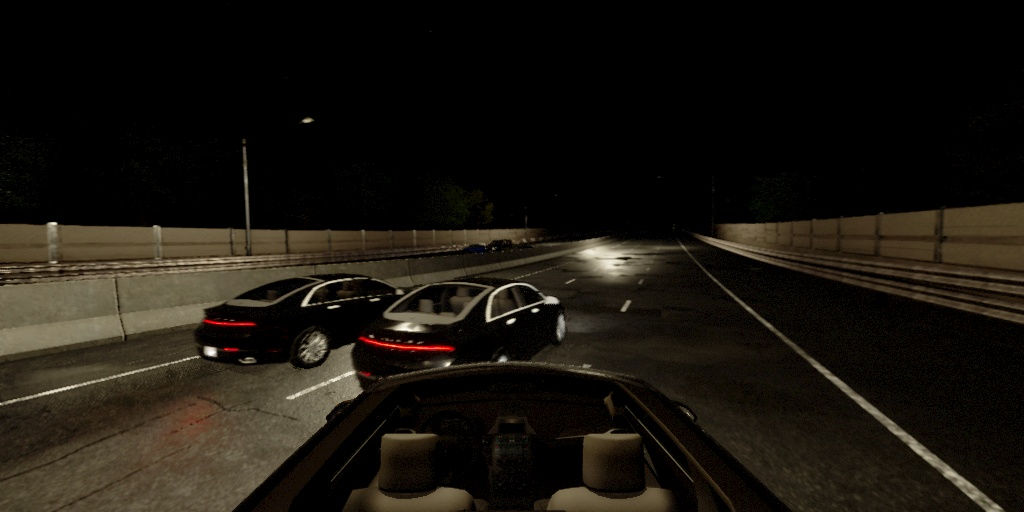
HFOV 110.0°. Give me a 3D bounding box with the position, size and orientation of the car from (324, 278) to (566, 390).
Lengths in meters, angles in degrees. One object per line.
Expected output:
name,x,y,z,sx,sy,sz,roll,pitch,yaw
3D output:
car,-0.434,1.123,6.265,1.837,1.490,4.892,0,2,23

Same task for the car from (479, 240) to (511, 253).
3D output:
car,-1.727,-1.121,47.787,2.150,2.045,5.566,0,4,24

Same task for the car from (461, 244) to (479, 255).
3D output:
car,-5.046,-0.847,48.933,1.882,1.535,5.008,0,4,24

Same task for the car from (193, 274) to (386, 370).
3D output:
car,-3.635,1.125,7.681,1.837,1.490,4.892,0,2,23

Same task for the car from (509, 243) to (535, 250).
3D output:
car,1.762,-0.832,47.052,1.994,1.385,4.181,0,4,24
